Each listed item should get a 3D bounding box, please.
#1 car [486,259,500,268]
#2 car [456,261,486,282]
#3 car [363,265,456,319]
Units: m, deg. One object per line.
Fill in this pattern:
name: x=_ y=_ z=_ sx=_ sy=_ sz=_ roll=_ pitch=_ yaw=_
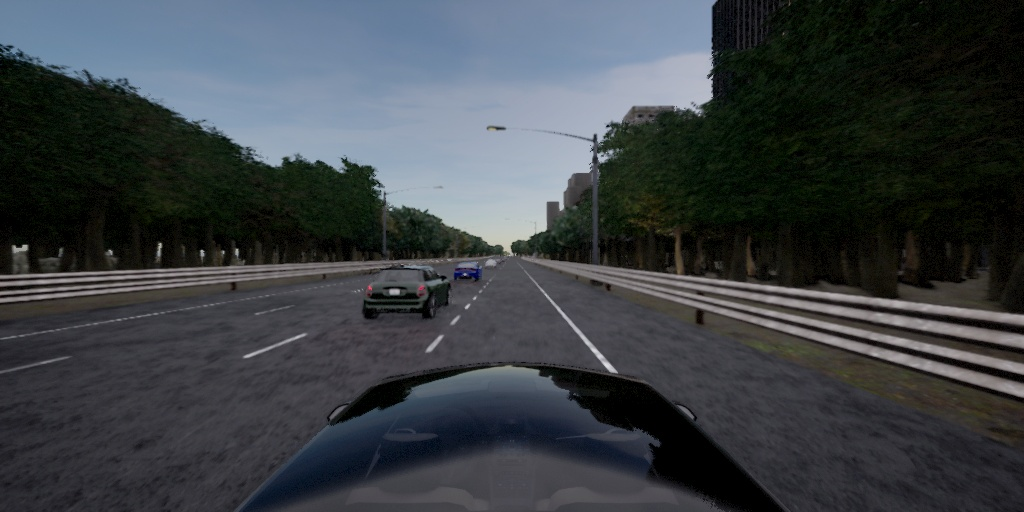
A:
car: x=-3.523 y=1.277 z=60.507 sx=1.812 sy=1.442 sz=4.674 roll=0 pitch=0 yaw=0
car: x=-3.510 y=1.220 z=29.395 sx=1.882 sy=1.535 sz=5.008 roll=0 pitch=0 yaw=0
car: x=-3.505 y=1.096 z=12.832 sx=2.097 sy=1.767 sz=4.553 roll=0 pitch=0 yaw=0
